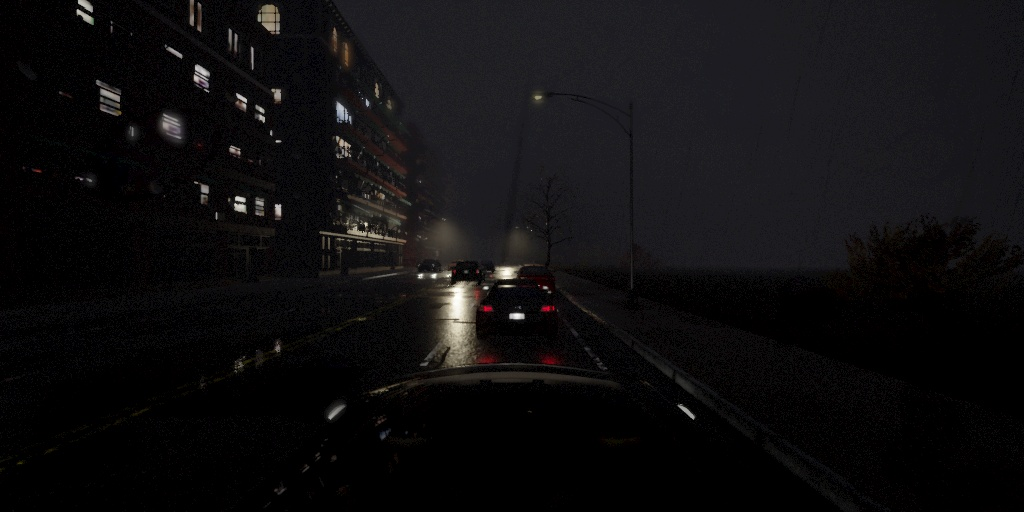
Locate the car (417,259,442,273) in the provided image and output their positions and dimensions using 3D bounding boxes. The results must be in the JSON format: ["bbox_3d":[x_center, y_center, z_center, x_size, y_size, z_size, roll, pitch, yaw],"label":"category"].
[{"bbox_3d":[-9.821,1.104,42.941,2.097,1.767,4.553,0,0,0],"label":"car"}]

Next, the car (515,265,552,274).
[{"bbox_3d":[1.149,1.230,18.938,1.882,1.535,5.008,0,0,0],"label":"car"}]

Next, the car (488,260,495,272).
[{"bbox_3d":[-3.119,1.229,44.400,1.882,1.535,5.008,0,0,0],"label":"car"}]

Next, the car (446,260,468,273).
[{"bbox_3d":[-6.570,1.229,43.592,1.882,1.535,5.008,0,0,0],"label":"car"}]

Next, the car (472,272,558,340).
[{"bbox_3d":[0.107,1.315,10.018,1.994,1.385,4.181,0,0,0],"label":"car"}]

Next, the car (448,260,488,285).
[{"bbox_3d":[-3.128,1.106,26.370,2.097,1.767,4.553,0,0,0],"label":"car"}]
